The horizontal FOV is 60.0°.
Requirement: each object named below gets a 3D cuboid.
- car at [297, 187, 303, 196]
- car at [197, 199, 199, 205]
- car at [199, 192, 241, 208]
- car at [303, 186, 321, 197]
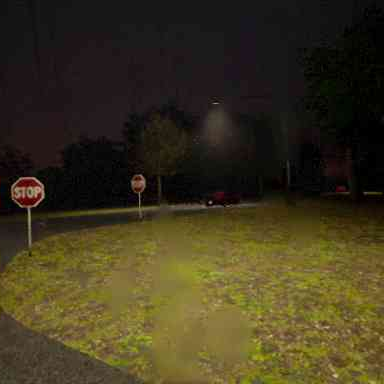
[{"bbox_3d":[26.281,-0.263,77.481,2.150,2.045,5.566,-4,-1,34],"label":"car"},{"bbox_3d":[2.331,0.939,42.531,1.994,1.385,4.181,-4,-1,34],"label":"car"},{"bbox_3d":[2.915,0.699,31.031,1.812,1.442,4.674,-4,-1,34],"label":"car"},{"bbox_3d":[21.801,0.062,59.850,1.812,1.442,4.674,-3,-1,29],"label":"car"}]
